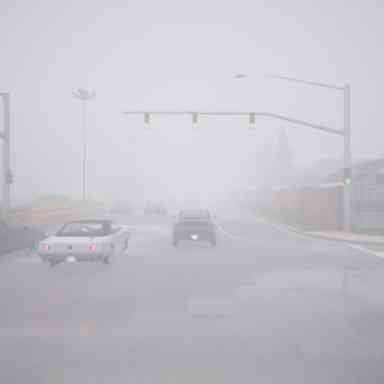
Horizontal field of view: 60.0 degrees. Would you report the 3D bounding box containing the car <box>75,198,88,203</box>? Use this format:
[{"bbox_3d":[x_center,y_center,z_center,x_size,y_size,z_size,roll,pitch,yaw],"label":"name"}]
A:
[{"bbox_3d":[-13.989,1.490,43.271,1.837,1.490,4.892,0,0,0],"label":"car"}]

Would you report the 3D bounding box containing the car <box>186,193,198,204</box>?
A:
[{"bbox_3d":[0.015,1.472,57.684,2.128,1.511,4.902,0,0,0],"label":"car"}]

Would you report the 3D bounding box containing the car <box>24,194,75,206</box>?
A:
[{"bbox_3d":[-14.018,1.210,33.139,2.150,2.045,5.566,0,0,0],"label":"car"}]

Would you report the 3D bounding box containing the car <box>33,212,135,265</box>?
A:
[{"bbox_3d":[-3.397,1.597,11.574,1.895,1.301,4.718,0,0,0],"label":"car"}]

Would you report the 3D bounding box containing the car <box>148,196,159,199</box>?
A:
[{"bbox_3d":[-6.951,1.505,59.851,1.812,1.442,4.674,0,0,1],"label":"car"}]

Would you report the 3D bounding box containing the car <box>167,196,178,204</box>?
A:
[{"bbox_3d":[-3.462,1.505,58.775,1.812,1.442,4.674,0,0,0],"label":"car"}]

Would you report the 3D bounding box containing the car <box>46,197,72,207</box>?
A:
[{"bbox_3d":[-20.986,1.529,52.775,2.033,1.411,5.357,0,0,0],"label":"car"}]

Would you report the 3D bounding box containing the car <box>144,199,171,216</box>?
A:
[{"bbox_3d":[-3.391,1.590,31.998,1.895,1.301,4.718,0,0,0],"label":"car"}]

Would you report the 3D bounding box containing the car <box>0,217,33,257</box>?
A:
[{"bbox_3d":[-6.897,1.544,11.258,2.033,1.411,5.357,0,0,0],"label":"car"}]

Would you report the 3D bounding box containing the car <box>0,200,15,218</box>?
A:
[{"bbox_3d":[-17.552,1.482,28.521,2.128,1.511,4.902,0,0,0],"label":"car"}]

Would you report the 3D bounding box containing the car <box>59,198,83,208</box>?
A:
[{"bbox_3d":[-17.487,1.547,48.357,1.994,1.385,4.181,0,0,0],"label":"car"}]

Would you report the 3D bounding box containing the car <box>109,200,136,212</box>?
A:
[{"bbox_3d":[-6.890,1.536,33.267,2.033,1.411,5.357,0,0,0],"label":"car"}]

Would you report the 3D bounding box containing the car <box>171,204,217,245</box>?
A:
[{"bbox_3d":[0.105,1.499,15.446,1.837,1.490,4.892,0,0,0],"label":"car"}]

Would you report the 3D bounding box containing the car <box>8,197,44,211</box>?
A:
[{"bbox_3d":[-20.989,1.477,42.379,2.128,1.511,4.902,0,0,0],"label":"car"}]

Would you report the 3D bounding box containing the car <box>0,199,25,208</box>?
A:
[{"bbox_3d":[-14.042,1.470,23.201,1.882,1.535,5.008,0,0,-1],"label":"car"}]

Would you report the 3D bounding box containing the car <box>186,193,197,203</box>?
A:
[{"bbox_3d":[0.018,1.199,67.939,2.150,2.045,5.566,0,0,1],"label":"car"}]
